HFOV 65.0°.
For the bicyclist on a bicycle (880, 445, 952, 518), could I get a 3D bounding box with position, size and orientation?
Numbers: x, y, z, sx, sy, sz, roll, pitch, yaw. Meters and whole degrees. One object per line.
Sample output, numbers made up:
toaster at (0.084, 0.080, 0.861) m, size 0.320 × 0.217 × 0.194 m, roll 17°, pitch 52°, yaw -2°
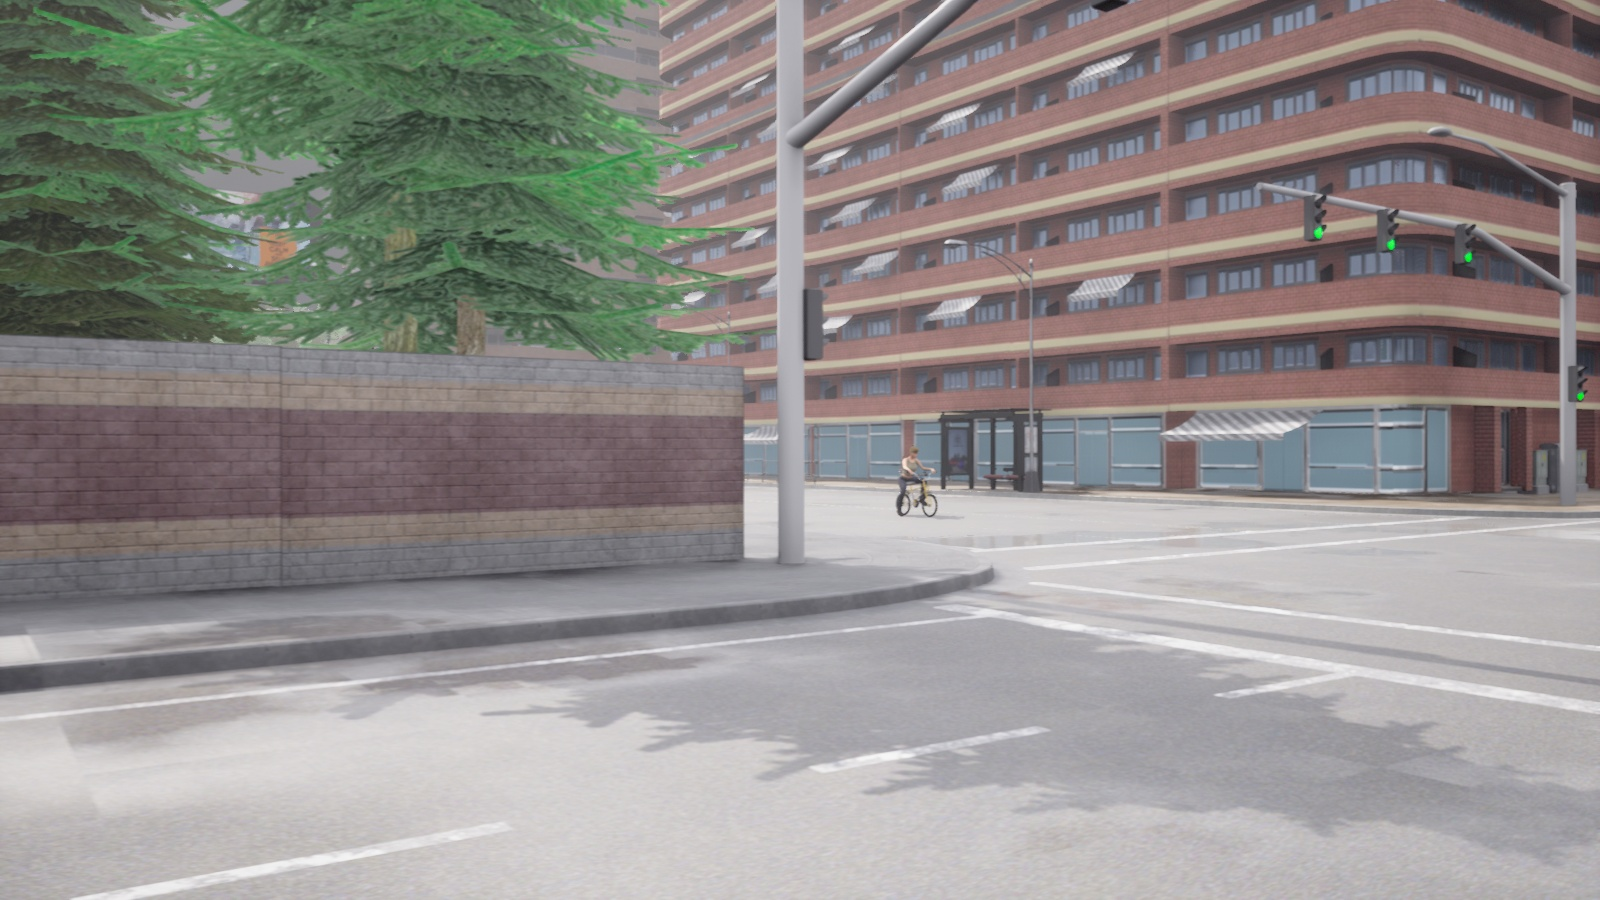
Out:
bicyclist on a bicycle at (2.652, 0.706, 28.848) m, size 0.866 × 1.612 × 1.509 m, roll 0°, pitch 0°, yaw -34°
